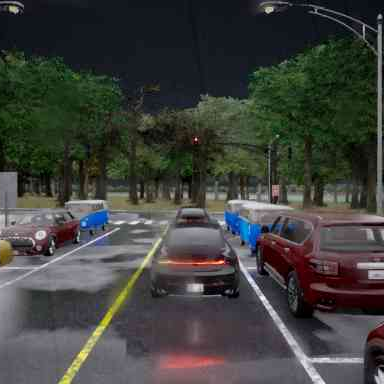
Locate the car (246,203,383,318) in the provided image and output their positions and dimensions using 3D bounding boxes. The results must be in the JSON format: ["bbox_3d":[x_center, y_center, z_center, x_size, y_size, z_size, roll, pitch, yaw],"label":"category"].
[{"bbox_3d":[2.758,1.315,7.339,2.192,1.841,5.009,0,0,0],"label":"car"}]

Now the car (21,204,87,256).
[{"bbox_3d":[-5.770,1.441,12.771,1.967,1.590,4.097,0,0,0],"label":"car"}]

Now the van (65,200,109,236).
[{"bbox_3d":[-5.773,1.343,18.209,1.690,1.788,3.998,0,0,0],"label":"van"}]

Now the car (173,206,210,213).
[{"bbox_3d":[0.002,1.506,17.914,1.837,1.490,4.892,0,0,-1],"label":"car"}]

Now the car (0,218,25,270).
[{"bbox_3d":[-5.767,1.526,7.164,1.752,1.417,4.829,0,0,0],"label":"car"}]

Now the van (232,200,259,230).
[{"bbox_3d":[2.755,1.342,12.776,1.690,1.788,3.998,0,0,0],"label":"van"}]

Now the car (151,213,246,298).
[{"bbox_3d":[0.073,1.505,8.510,1.837,1.490,4.892,0,0,0],"label":"car"}]

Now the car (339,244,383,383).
[{"bbox_3d":[2.762,1.440,1.901,1.967,1.590,4.097,0,0,0],"label":"car"}]

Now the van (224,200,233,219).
[{"bbox_3d":[2.752,1.342,18.214,1.690,1.788,3.998,0,0,0],"label":"van"}]
